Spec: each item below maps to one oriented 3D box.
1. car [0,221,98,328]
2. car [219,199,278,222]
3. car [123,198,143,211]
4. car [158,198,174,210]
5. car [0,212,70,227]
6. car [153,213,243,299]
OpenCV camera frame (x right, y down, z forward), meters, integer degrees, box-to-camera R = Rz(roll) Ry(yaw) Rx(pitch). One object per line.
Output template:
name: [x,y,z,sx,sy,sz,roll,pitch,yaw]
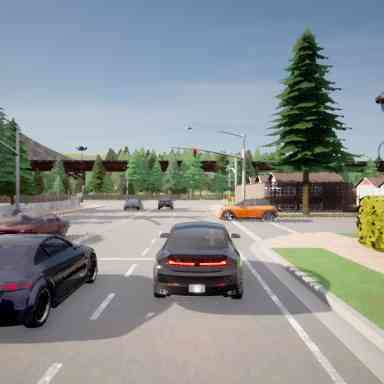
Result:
car: [-3.420,1.564,6.979,1.994,1.385,4.181,0,0,0]
car: [4.326,1.330,25.701,4.553,1.767,2.097,-1,0,14]
car: [-7.086,1.526,40.625,1.812,1.442,4.674,0,0,0]
car: [-3.411,1.505,43.737,1.837,1.490,4.892,0,0,0]
car: [-7.104,1.601,14.647,1.895,1.301,4.718,0,0,0]
car: [0.193,1.505,8.465,1.837,1.490,4.892,0,0,2]
